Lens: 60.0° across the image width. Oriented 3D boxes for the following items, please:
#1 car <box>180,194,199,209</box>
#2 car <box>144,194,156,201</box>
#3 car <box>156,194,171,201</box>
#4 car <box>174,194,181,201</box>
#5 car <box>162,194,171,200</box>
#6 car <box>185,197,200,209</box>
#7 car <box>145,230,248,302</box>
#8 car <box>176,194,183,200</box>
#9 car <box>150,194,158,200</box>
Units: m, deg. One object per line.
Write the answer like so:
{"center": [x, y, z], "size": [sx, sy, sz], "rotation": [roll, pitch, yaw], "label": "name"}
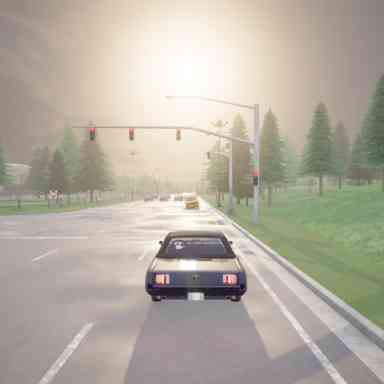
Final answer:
{"center": [-0.154, 1.066, 46.485], "size": [1.882, 1.535, 5.008], "rotation": [-8, 16, -3], "label": "car"}
{"center": [-10.354, 1.531, 80.541], "size": [2.033, 1.411, 5.357], "rotation": [0, 0, 0], "label": "car"}
{"center": [-6.854, 1.531, 80.534], "size": [2.033, 1.411, 5.357], "rotation": [0, 0, 0], "label": "car"}
{"center": [-3.353, 1.545, 80.945], "size": [1.994, 1.385, 4.181], "rotation": [0, 0, 0], "label": "car"}
{"center": [-6.835, 1.372, 90.954], "size": [2.033, 1.411, 5.357], "rotation": [0, 0, 0], "label": "car"}
{"center": [0.082, 1.589, 49.899], "size": [2.033, 1.411, 5.357], "rotation": [0, 2, 0], "label": "car"}
{"center": [0.094, 1.601, 8.234], "size": [1.895, 1.301, 4.718], "rotation": [0, 0, 0], "label": "car"}
{"center": [-3.335, 1.357, 90.948], "size": [1.812, 1.442, 4.674], "rotation": [0, 0, 0], "label": "car"}
{"center": [-10.335, 1.332, 90.961], "size": [1.837, 1.490, 4.892], "rotation": [0, 0, 0], "label": "car"}
